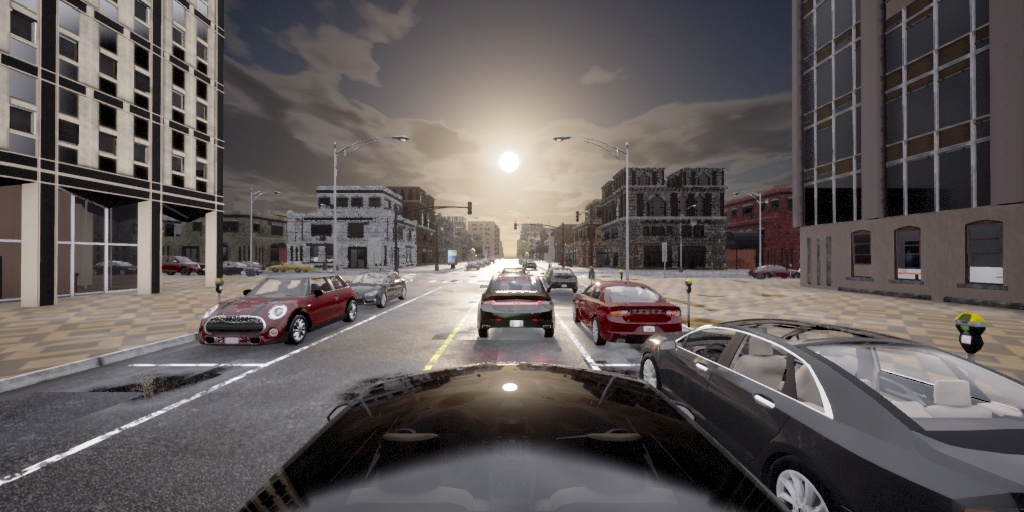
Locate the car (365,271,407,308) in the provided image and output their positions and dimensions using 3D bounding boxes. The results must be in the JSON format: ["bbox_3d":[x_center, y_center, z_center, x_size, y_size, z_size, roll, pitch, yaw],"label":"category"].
[{"bbox_3d":[-5.695,1.302,14.967,2.007,1.370,4.403,0,0,0],"label":"car"}]

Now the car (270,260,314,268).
[{"bbox_3d":[-25.469,1.198,41.419,4.829,1.417,1.751,0,0,1],"label":"car"}]

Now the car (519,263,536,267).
[{"bbox_3d":[0.092,1.316,20.592,1.994,1.385,4.181,0,0,0],"label":"car"}]

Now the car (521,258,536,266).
[{"bbox_3d":[2.671,1.322,53.035,1.948,1.339,4.313,0,0,0],"label":"car"}]

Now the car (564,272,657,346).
[{"bbox_3d":[2.687,1.296,9.261,1.888,1.381,4.507,0,0,0],"label":"car"}]

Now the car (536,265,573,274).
[{"bbox_3d":[2.683,1.303,20.645,2.007,1.370,4.403,0,0,0],"label":"car"}]

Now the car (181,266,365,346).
[{"bbox_3d":[-5.693,1.190,9.275,1.967,1.591,4.097,0,0,0],"label":"car"}]

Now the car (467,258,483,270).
[{"bbox_3d":[-5.709,1.339,53.045,1.802,1.307,4.207,0,0,0],"label":"car"}]

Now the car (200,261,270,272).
[{"bbox_3d":[-25.427,1.177,33.037,4.403,1.370,2.007,0,0,1],"label":"car"}]

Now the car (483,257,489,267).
[{"bbox_3d":[-5.714,1.309,64.088,2.007,1.370,4.403,0,0,0],"label":"car"}]

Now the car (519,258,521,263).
[{"bbox_3d":[2.667,1.341,64.077,1.802,1.307,4.207,0,0,0],"label":"car"}]

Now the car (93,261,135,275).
[{"bbox_3d":[-36.500,1.131,33.204,4.403,1.370,2.007,0,0,1],"label":"car"}]

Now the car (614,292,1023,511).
[{"bbox_3d":[2.690,1.301,3.569,2.007,1.370,4.403,0,0,0],"label":"car"}]

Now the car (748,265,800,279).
[{"bbox_3d":[23.631,1.433,32.265,4.207,1.307,1.802,0,0,1],"label":"car"}]

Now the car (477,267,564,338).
[{"bbox_3d":[0.098,1.242,10.168,2.128,1.511,4.902,0,0,0],"label":"car"}]

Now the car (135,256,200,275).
[{"bbox_3d":[-30.964,0.918,33.121,5.009,1.841,2.192,0,0,1],"label":"car"}]
